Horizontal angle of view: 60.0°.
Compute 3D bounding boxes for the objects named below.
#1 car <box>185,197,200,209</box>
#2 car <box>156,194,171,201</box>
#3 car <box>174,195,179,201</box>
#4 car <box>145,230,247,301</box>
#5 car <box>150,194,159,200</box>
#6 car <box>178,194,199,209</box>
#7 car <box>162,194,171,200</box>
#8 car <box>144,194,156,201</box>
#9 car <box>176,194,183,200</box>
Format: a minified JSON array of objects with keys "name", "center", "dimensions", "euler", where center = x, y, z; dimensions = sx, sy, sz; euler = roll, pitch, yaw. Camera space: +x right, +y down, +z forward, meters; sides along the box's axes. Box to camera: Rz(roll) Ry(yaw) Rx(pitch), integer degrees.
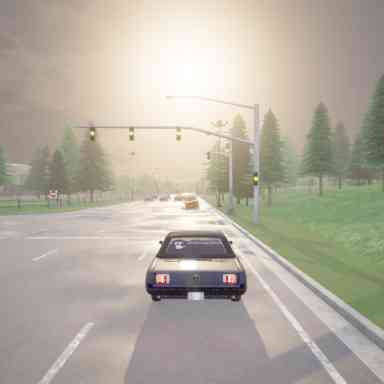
[{"name":"car","center":[0.092,1.591,49.921],"dimensions":[2.033,1.411,5.357],"euler":[0,2,0]},{"name":"car","center":[-6.844,1.531,80.557],"dimensions":[2.033,1.411,5.357],"euler":[0,0,0]},{"name":"car","center":[-3.343,1.545,80.967],"dimensions":[1.994,1.385,4.181],"euler":[0,0,0]},{"name":"car","center":[0.095,1.601,8.256],"dimensions":[1.895,1.301,4.718],"euler":[0,0,0]},{"name":"car","center":[-10.324,1.332,90.984],"dimensions":[1.837,1.490,4.892],"euler":[0,0,0]},{"name":"car","center":[-0.298,1.059,46.534],"dimensions":[1.882,1.535,5.008],"euler":[-11,16,-6]},{"name":"car","center":[-6.824,1.372,90.977],"dimensions":[2.033,1.411,5.357],"euler":[0,0,0]},{"name":"car","center":[-10.344,1.531,80.564],"dimensions":[2.033,1.411,5.357],"euler":[0,0,0]},{"name":"car","center":[-3.324,1.357,90.971],"dimensions":[1.812,1.442,4.674],"euler":[0,0,0]}]
